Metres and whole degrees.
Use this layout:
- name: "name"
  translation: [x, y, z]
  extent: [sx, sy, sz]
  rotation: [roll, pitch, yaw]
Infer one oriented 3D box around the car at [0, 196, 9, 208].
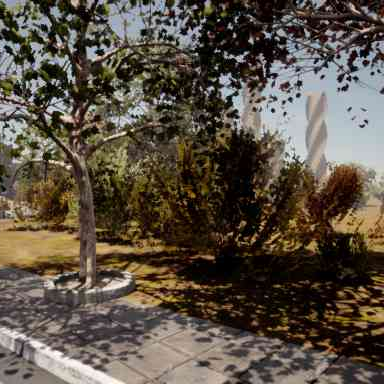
- name: "car"
  translation: [-22.560, 1.177, 38.812]
  extent: [1.882, 1.535, 5.008]
  rotation: [1, 1, -31]
